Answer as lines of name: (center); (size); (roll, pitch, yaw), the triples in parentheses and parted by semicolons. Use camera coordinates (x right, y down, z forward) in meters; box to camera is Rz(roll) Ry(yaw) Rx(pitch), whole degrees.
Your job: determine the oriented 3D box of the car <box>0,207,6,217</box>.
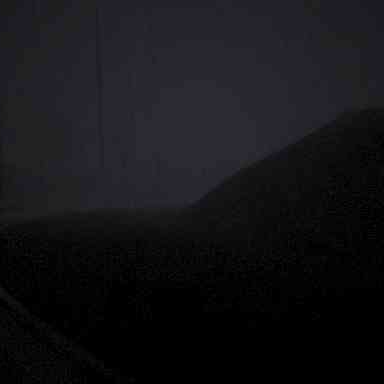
car: (-18.498, 1.591, 29.708); (1.994, 1.385, 4.181); (0, 0, -2)
